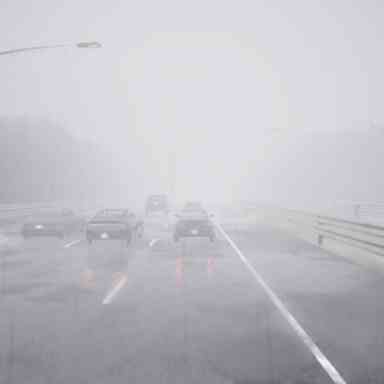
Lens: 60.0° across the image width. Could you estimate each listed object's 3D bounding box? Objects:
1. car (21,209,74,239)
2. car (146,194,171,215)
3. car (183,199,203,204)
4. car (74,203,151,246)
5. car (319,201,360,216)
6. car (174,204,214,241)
[{"bbox_3d":[-6.904,1.535,17.010,1.994,1.385,4.181,0,0,0],"label":"car"},{"bbox_3d":[-3.391,1.237,34.090,2.150,2.045,5.566,0,0,1],"label":"car"},{"bbox_3d":[0.097,1.508,34.547,2.128,1.511,4.902,0,0,0],"label":"car"},{"bbox_3d":[-3.402,1.497,15.337,2.128,1.511,4.902,0,0,0],"label":"car"},{"bbox_3d":[14.928,1.654,33.934,1.812,1.442,4.674,0,0,-16],"label":"car"},{"bbox_3d":[0.099,1.532,16.525,1.812,1.442,4.674,0,0,0],"label":"car"}]
